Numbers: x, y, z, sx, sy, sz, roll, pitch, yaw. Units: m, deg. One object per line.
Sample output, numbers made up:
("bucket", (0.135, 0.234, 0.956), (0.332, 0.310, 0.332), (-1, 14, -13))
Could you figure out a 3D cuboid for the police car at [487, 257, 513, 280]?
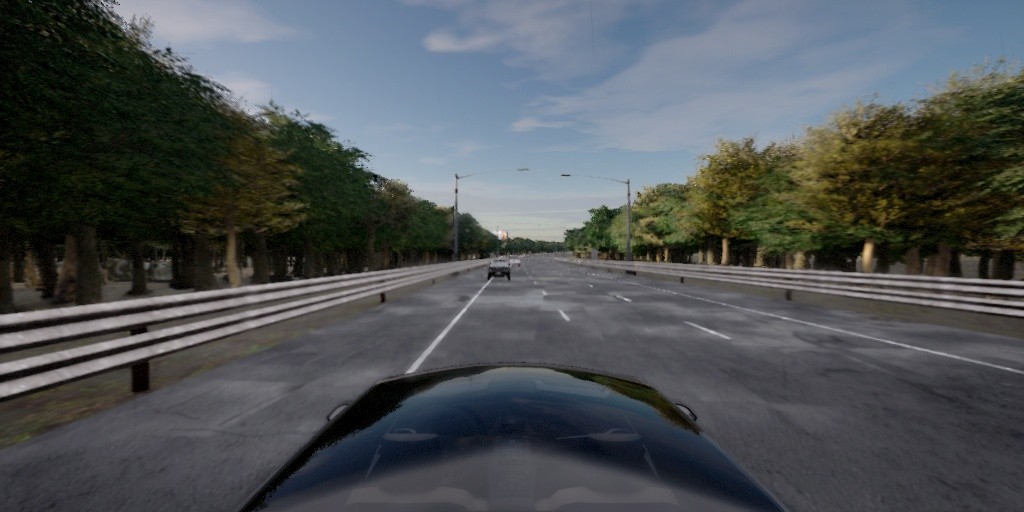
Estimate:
("police car", (-1.065, 1.157, 31.162), (1.930, 1.638, 5.238), (0, 0, 0))
